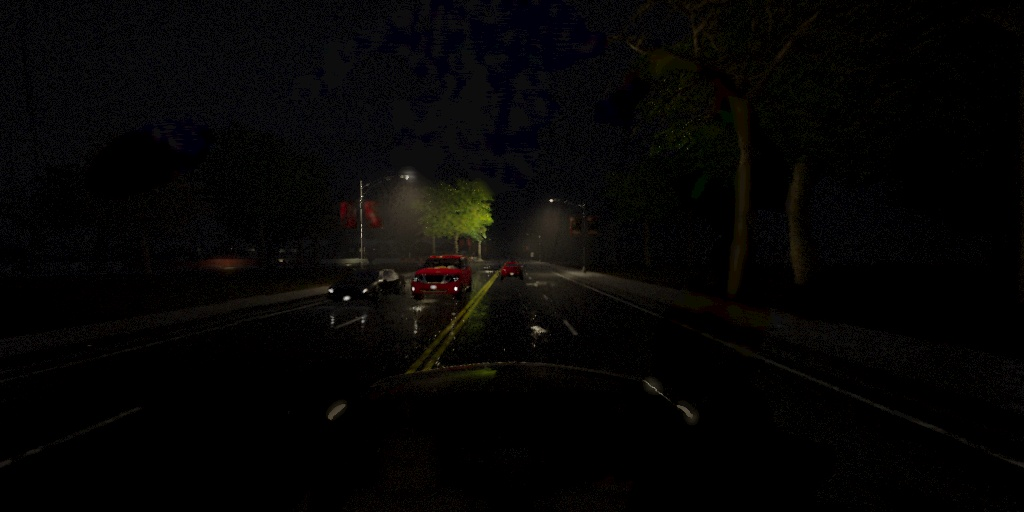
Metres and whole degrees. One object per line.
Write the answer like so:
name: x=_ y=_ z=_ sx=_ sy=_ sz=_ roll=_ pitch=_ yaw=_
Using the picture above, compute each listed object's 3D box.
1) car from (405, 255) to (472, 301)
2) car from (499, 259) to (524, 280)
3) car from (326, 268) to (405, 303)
car: x=-3.266 y=0.968 z=17.772 sx=2.150 sy=2.045 sz=5.566 roll=0 pitch=0 yaw=0
car: x=-0.003 y=1.256 z=31.210 sx=1.812 sy=1.442 sz=4.674 roll=0 pitch=0 yaw=0
car: x=-6.525 y=1.290 z=16.836 sx=2.033 sy=1.411 sz=5.357 roll=0 pitch=0 yaw=0
